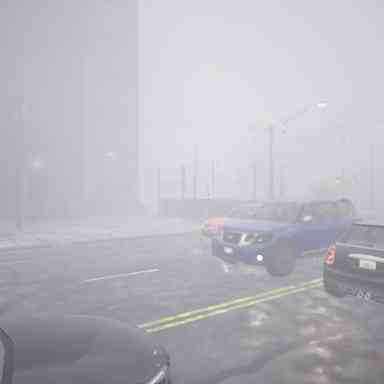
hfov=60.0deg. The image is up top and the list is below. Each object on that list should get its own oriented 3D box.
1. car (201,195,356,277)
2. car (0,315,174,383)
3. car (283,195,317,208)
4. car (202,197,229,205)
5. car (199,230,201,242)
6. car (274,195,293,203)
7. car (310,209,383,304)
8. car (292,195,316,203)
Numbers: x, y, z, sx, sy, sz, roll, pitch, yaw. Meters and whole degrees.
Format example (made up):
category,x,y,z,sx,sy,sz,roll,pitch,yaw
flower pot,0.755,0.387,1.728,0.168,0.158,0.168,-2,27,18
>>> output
category,x,y,z,sx,sy,sz,roll,pitch,yaw
car,3.228,1.221,10.589,5.566,2.045,2.150,0,0,-35
car,-2.291,1.526,2.126,4.674,1.442,1.812,0,0,-35
car,14.962,1.251,45.845,4.553,1.767,2.185,0,0,-36
car,4.235,1.572,60.425,4.718,1.301,1.895,0,0,-36
car,2.519,1.351,14.382,4.553,1.767,2.097,0,0,-35
car,18.979,1.448,68.905,3.806,1.475,1.970,0,0,-36
car,4.968,1.351,7.332,4.553,1.767,2.097,0,0,-35
car,21.883,1.416,64.902,4.674,1.452,2.002,0,0,-36
